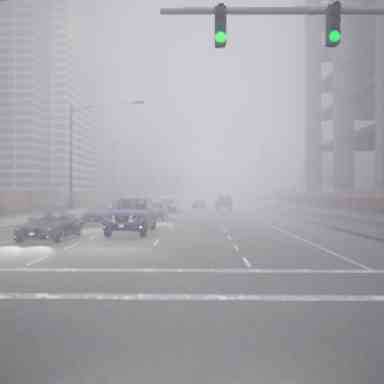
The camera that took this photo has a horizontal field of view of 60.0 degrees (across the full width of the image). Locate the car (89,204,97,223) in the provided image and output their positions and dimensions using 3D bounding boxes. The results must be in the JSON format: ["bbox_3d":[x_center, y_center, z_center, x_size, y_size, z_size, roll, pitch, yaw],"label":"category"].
[{"bbox_3d":[-6.722,1.598,25.253,1.882,1.535,5.008,0,0,2],"label":"car"}]

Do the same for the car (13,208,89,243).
[{"bbox_3d":[-6.932,1.642,16.428,1.994,1.385,4.181,0,0,1],"label":"car"}]

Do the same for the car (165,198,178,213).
[{"bbox_3d":[-2.848,1.538,39.041,2.097,1.767,4.553,0,0,2],"label":"car"}]

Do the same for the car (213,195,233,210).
[{"bbox_3d":[4.405,1.442,46.128,2.150,2.045,5.566,0,0,1],"label":"car"}]

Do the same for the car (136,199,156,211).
[{"bbox_3d":[-6.178,1.740,45.088,1.812,1.442,4.674,0,0,2],"label":"car"}]

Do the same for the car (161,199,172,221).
[{"bbox_3d":[-3.120,1.643,28.887,1.837,1.490,4.892,0,0,2],"label":"car"}]

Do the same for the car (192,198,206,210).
[{"bbox_3d":[1.021,1.787,46.813,1.994,1.385,4.181,0,0,1],"label":"car"}]

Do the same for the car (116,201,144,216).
[{"bbox_3d":[-6.457,1.731,35.169,1.994,1.385,4.181,0,0,2],"label":"car"}]

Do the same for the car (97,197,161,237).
[{"bbox_3d":[-3.364,1.312,18.974,2.150,2.045,5.566,0,0,2],"label":"car"}]

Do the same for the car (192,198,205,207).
[{"bbox_3d":[1.174,1.762,56.685,2.128,1.511,4.902,0,0,1],"label":"car"}]

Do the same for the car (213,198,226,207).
[{"bbox_3d":[4.675,1.776,56.737,1.837,1.490,4.892,0,0,1],"label":"car"}]
